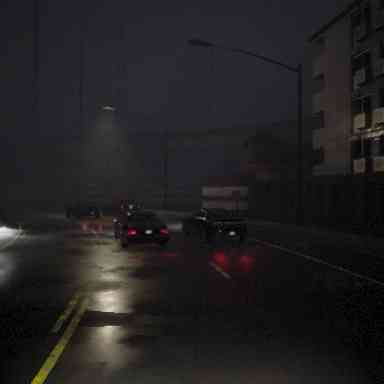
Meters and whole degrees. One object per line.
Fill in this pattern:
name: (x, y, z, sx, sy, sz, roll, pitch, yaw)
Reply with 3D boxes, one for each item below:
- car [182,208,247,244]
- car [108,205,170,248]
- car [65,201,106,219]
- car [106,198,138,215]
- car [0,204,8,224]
car: (0.923, 1.495, 16.054, 2.128, 1.511, 4.902, 0, 0, -18)
car: (-2.409, 1.563, 14.981, 2.033, 1.411, 5.357, 0, 0, -18)
car: (-9.457, 1.533, 28.803, 1.812, 1.442, 4.674, 0, 0, -37)
car: (-6.646, 1.366, 30.888, 2.097, 1.767, 4.553, 0, 0, -37)
car: (-14.512, 1.520, 23.861, 2.128, 1.511, 4.902, 0, 0, -36)
